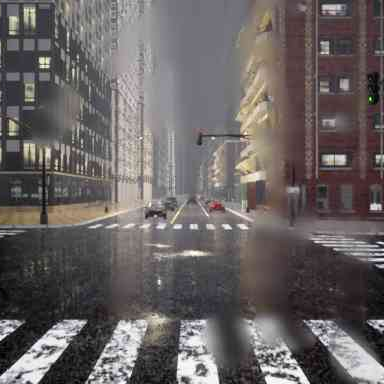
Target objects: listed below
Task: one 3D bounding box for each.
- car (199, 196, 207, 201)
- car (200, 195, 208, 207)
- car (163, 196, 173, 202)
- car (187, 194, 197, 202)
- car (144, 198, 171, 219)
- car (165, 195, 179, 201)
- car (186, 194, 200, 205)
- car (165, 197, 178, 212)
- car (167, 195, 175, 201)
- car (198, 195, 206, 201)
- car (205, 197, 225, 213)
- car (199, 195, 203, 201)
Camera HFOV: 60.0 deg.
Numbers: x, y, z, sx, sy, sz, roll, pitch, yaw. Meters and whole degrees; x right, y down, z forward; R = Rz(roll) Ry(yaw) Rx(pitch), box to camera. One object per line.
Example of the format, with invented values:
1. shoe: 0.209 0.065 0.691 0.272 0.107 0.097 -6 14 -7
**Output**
1. car: 2.684 1.626 84.061 1.802 1.307 4.206 0 0 0
2. car: 2.688 1.567 50.170 2.008 1.369 4.403 0 0 0
3. car: -5.695 1.589 78.412 2.008 1.369 4.403 0 0 0
4. car: -0.004 1.218 69.824 2.097 1.767 4.553 0 0 0
5. car: -3.120 1.553 29.519 2.033 1.411 5.357 0 0 -4
6. car: -3.057 1.521 49.954 1.837 1.490 4.892 0 0 0
7. car: -0.003 1.548 59.851 1.812 1.442 4.674 0 0 0
8. car: -3.085 1.574 39.539 1.994 1.385 4.181 0 0 1
9. car: -5.697 1.595 89.709 1.887 1.381 4.507 0 0 0
10. car: 2.684 1.491 89.710 1.967 1.590 4.097 0 0 0
11. car: 2.739 1.591 37.253 1.802 1.307 4.206 0 0 0
12. car: 2.688 1.571 55.818 2.008 1.369 4.403 0 0 0
